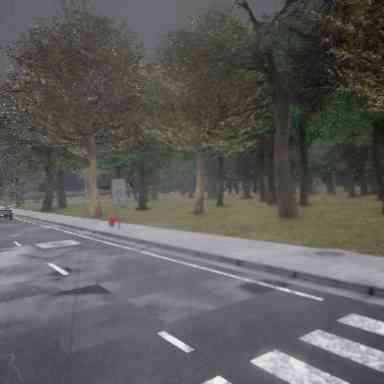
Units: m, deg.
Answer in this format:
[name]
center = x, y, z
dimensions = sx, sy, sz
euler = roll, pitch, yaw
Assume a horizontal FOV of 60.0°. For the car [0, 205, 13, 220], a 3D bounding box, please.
[car]
center = -19.948, 2.136, 34.566
dimensions = 2.128, 1.511, 4.902
euler = -2, 0, -36
